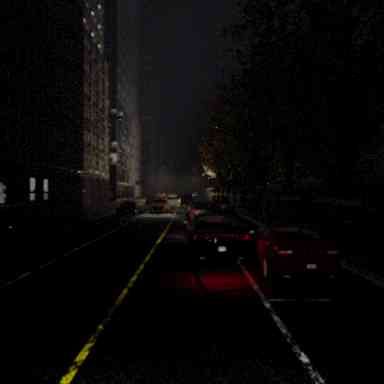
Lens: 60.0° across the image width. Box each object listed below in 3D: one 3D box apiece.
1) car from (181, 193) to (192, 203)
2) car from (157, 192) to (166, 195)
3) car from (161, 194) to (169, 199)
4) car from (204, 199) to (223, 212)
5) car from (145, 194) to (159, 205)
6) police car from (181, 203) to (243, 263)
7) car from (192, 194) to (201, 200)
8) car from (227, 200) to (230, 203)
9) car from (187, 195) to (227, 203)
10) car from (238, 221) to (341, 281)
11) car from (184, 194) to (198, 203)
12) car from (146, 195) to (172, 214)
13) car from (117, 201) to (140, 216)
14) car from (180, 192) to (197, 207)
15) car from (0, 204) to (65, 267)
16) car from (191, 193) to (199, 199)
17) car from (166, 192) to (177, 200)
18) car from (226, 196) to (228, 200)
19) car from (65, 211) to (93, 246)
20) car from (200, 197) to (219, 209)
[{"bbox_3d":[-1.025,1.159,63.237,2.097,1.767,4.553,0,0,-2],"label":"car"},{"bbox_3d":[-7.205,1.067,76.437,2.192,1.841,5.009,0,0,-2],"label":"car"},{"bbox_3d":[-7.647,1.230,93.113,2.008,1.369,4.403,0,0,-2],"label":"car"},{"bbox_3d":[2.351,1.493,37.496,1.802,1.307,4.206,0,0,-2],"label":"car"},{"bbox_3d":[-6.619,1.425,54.206,1.802,1.307,4.206,0,0,-2],"label":"car"},{"bbox_3d":[0.727,1.410,12.057,1.930,1.638,5.238,0,0,-3],"label":"police car"},{"bbox_3d":[1.176,1.281,81.958,2.008,1.369,4.403,0,0,-2],"label":"car"},{"bbox_3d":[2.619,1.533,26.372,1.802,1.307,4.206,0,0,-1],"label":"car"},{"bbox_3d":[0.881,1.314,21.984,2.097,1.767,4.553,0,0,0],"label":"car"},{"bbox_3d":[2.692,1.534,9.714,1.887,1.381,4.507,0,0,0],"label":"car"},{"bbox_3d":[0.663,1.297,28.033,2.097,1.767,4.553,0,0,1],"label":"car"},{"bbox_3d":[-3.379,1.397,35.065,1.882,1.535,5.008,0,0,-1],"label":"car"},{"bbox_3d":[-6.031,1.497,31.966,1.947,1.339,4.313,0,0,-1],"label":"car"},{"bbox_3d":[-0.639,1.217,48.816,2.097,1.767,4.553,0,0,-1],"label":"car"},{"bbox_3d":[-5.833,1.304,9.658,2.192,1.841,5.009,0,0,0],"label":"car"},{"bbox_3d":[0.883,1.121,93.074,1.967,1.590,4.097,0,0,-2],"label":"car"},{"bbox_3d":[-4.357,1.033,75.728,1.812,1.442,4.674,0,0,-2],"label":"car"},{"bbox_3d":[2.500,1.247,31.937,2.192,1.841,5.009,0,0,-2],"label":"car"},{"bbox_3d":[-5.834,1.545,15.220,1.947,1.339,4.313,0,0,0],"label":"car"},{"bbox_3d":[2.204,1.440,43.053,2.008,1.369,4.403,0,0,-2],"label":"car"}]
